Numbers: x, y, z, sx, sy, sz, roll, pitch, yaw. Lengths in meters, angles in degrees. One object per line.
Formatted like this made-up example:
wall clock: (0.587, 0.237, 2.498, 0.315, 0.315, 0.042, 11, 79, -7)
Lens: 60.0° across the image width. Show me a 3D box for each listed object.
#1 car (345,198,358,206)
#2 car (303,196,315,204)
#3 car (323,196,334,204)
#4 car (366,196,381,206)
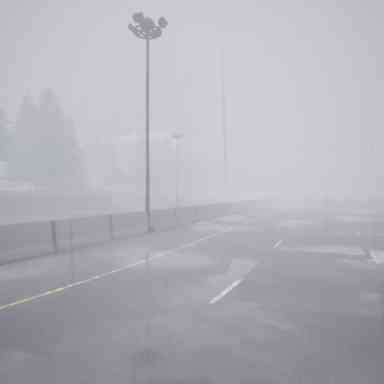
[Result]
car: (26.143, 1.601, 54.618, 1.895, 1.301, 4.718, 0, 0, 22)
car: (22.673, 1.505, 64.494, 1.837, 1.490, 4.892, 0, 0, 23)
car: (26.639, 1.477, 64.923, 1.882, 1.535, 5.008, 0, 0, 23)
car: (30.403, 1.505, 55.736, 1.837, 1.490, 4.892, 0, 0, 23)
